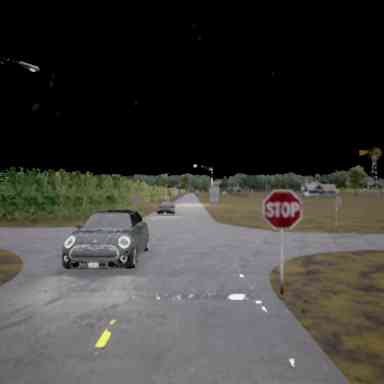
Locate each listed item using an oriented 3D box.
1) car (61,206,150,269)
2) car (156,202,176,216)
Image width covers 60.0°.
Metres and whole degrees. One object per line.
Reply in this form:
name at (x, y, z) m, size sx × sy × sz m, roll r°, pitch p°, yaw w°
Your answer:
car at (-2.730, 1.425, 11.458) m, size 2.097 × 1.767 × 4.553 m, roll 0°, pitch 0°, yaw 0°
car at (-2.713, 1.754, 36.071) m, size 2.033 × 1.411 × 5.357 m, roll 0°, pitch 0°, yaw 0°
